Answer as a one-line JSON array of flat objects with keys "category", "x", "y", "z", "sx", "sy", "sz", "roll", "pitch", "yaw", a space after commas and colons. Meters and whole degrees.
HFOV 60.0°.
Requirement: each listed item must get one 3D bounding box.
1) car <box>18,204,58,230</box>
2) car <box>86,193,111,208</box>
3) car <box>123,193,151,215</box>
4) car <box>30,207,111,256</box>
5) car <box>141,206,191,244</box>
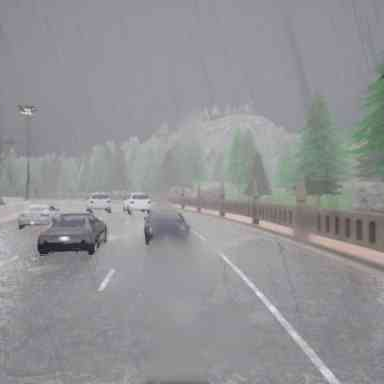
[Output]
[{"category": "car", "x": -9.442, "y": 1.468, "z": 20.870, "sx": 1.812, "sy": 1.442, "sz": 4.674, "roll": 0, "pitch": 0, "yaw": -12}, {"category": "car", "x": -9.796, "y": 1.108, "z": 34.887, "sx": 2.150, "sy": 2.045, "sz": 5.566, "roll": 0, "pitch": 0, "yaw": -19}, {"category": "car", "x": -5.523, "y": 1.103, "z": 33.190, "sx": 2.150, "sy": 2.045, "sz": 5.566, "roll": 0, "pitch": 0, "yaw": -18}, {"category": "car", "x": -4.535, "y": 1.523, "z": 13.144, "sx": 1.994, "sy": 1.385, "sz": 4.181, "roll": 0, "pitch": 0, "yaw": -7}, {"category": "car", "x": -1.291, "y": 1.541, "z": 15.547, "sx": 1.895, "sy": 1.301, "sz": 4.718, "roll": 0, "pitch": 0, "yaw": -8}]
